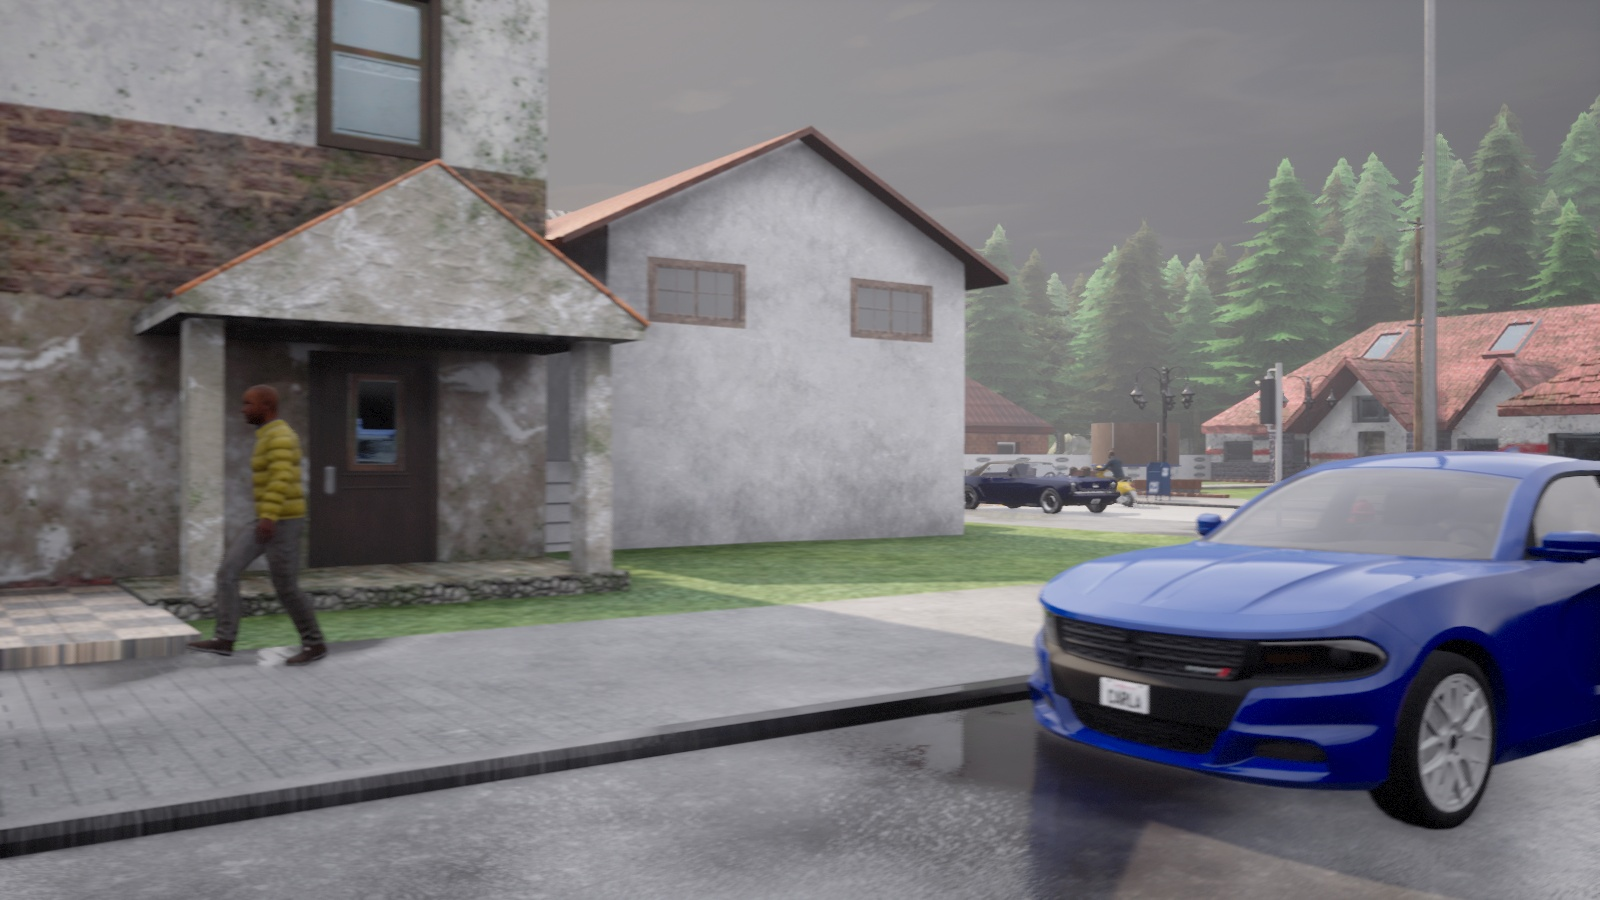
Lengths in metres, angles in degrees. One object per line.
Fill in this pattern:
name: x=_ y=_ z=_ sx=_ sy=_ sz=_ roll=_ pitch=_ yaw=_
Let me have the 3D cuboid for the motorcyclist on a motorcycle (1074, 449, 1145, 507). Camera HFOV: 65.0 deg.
motorcyclist on a motorcycle: x=8.665 y=0.766 z=35.212 sx=0.866 sy=1.590 sz=1.817 roll=0 pitch=0 yaw=-34

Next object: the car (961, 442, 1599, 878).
car: x=3.353 y=0.731 z=6.638 sx=5.008 sy=1.535 sz=1.882 roll=0 pitch=0 yaw=-35

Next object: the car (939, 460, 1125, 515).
car: x=5.860 y=0.912 z=32.303 sx=1.895 sy=1.301 sz=4.718 roll=0 pitch=0 yaw=-35

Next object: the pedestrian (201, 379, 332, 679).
pedestrian: x=-3.403 y=0.482 z=8.013 sx=0.726 sy=1.835 sz=0.370 roll=0 pitch=0 yaw=-30
